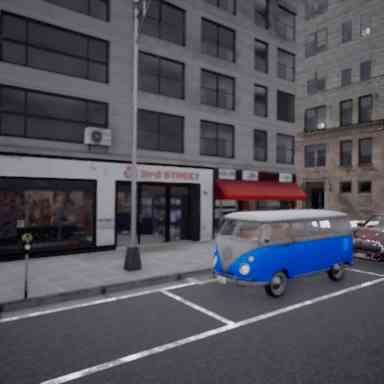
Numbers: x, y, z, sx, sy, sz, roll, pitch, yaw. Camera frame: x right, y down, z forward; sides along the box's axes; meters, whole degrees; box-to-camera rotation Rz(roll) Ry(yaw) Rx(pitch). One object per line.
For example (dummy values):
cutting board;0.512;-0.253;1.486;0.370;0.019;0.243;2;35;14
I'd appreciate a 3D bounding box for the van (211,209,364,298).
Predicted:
van;2.355;1.354;8.319;3.998;1.788;1.690;0;1;-36

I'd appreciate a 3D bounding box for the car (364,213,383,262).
car;6.919;1.463;11.581;4.097;1.590;1.967;0;1;-36
